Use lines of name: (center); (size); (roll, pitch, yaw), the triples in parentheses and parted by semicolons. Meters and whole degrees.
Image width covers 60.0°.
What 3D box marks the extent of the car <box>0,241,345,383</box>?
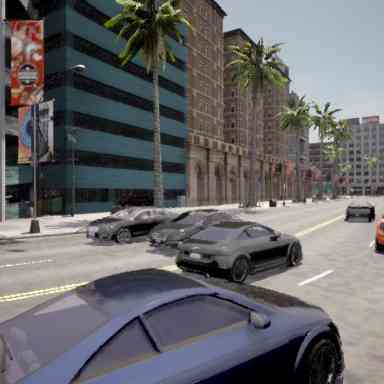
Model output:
car: (-0.220, 1.561, 3.513); (4.181, 1.385, 1.994); (0, 0, -38)

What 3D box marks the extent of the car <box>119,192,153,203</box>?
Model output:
car: (-7.688, 0.987, 46.314); (2.435, 2.045, 5.566); (0, 0, 32)

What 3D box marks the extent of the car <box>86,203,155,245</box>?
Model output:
car: (-2.594, 1.477, 15.742); (2.128, 1.511, 4.902); (0, 0, 40)

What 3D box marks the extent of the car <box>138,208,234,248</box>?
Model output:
car: (0.346, 1.494, 13.806); (1.837, 1.490, 4.892); (1, 0, 40)

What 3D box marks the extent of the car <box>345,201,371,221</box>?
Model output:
car: (13.642, 1.481, 26.843); (2.128, 1.511, 4.902); (0, 0, 32)

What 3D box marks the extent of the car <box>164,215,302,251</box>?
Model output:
car: (1.499, 1.558, 9.681); (4.181, 1.385, 1.994); (0, 0, -45)

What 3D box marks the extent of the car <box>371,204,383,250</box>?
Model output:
car: (8.955, 1.347, 13.605); (2.097, 1.767, 4.553); (0, 0, 36)

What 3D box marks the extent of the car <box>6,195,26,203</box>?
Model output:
car: (-33.416, 1.341, 61.943); (2.161, 1.482, 4.786); (0, 0, 32)
